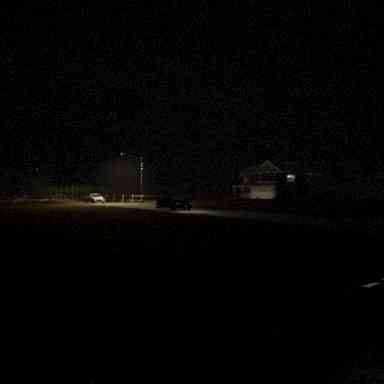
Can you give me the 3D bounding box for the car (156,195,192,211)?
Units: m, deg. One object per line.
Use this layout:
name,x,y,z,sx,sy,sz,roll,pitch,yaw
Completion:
car,-1.916,1.047,32.957,1.812,1.442,4.674,1,0,-36

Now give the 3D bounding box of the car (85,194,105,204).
car,-14.898,1.022,50.959,1.812,1.442,4.674,1,-1,-36
